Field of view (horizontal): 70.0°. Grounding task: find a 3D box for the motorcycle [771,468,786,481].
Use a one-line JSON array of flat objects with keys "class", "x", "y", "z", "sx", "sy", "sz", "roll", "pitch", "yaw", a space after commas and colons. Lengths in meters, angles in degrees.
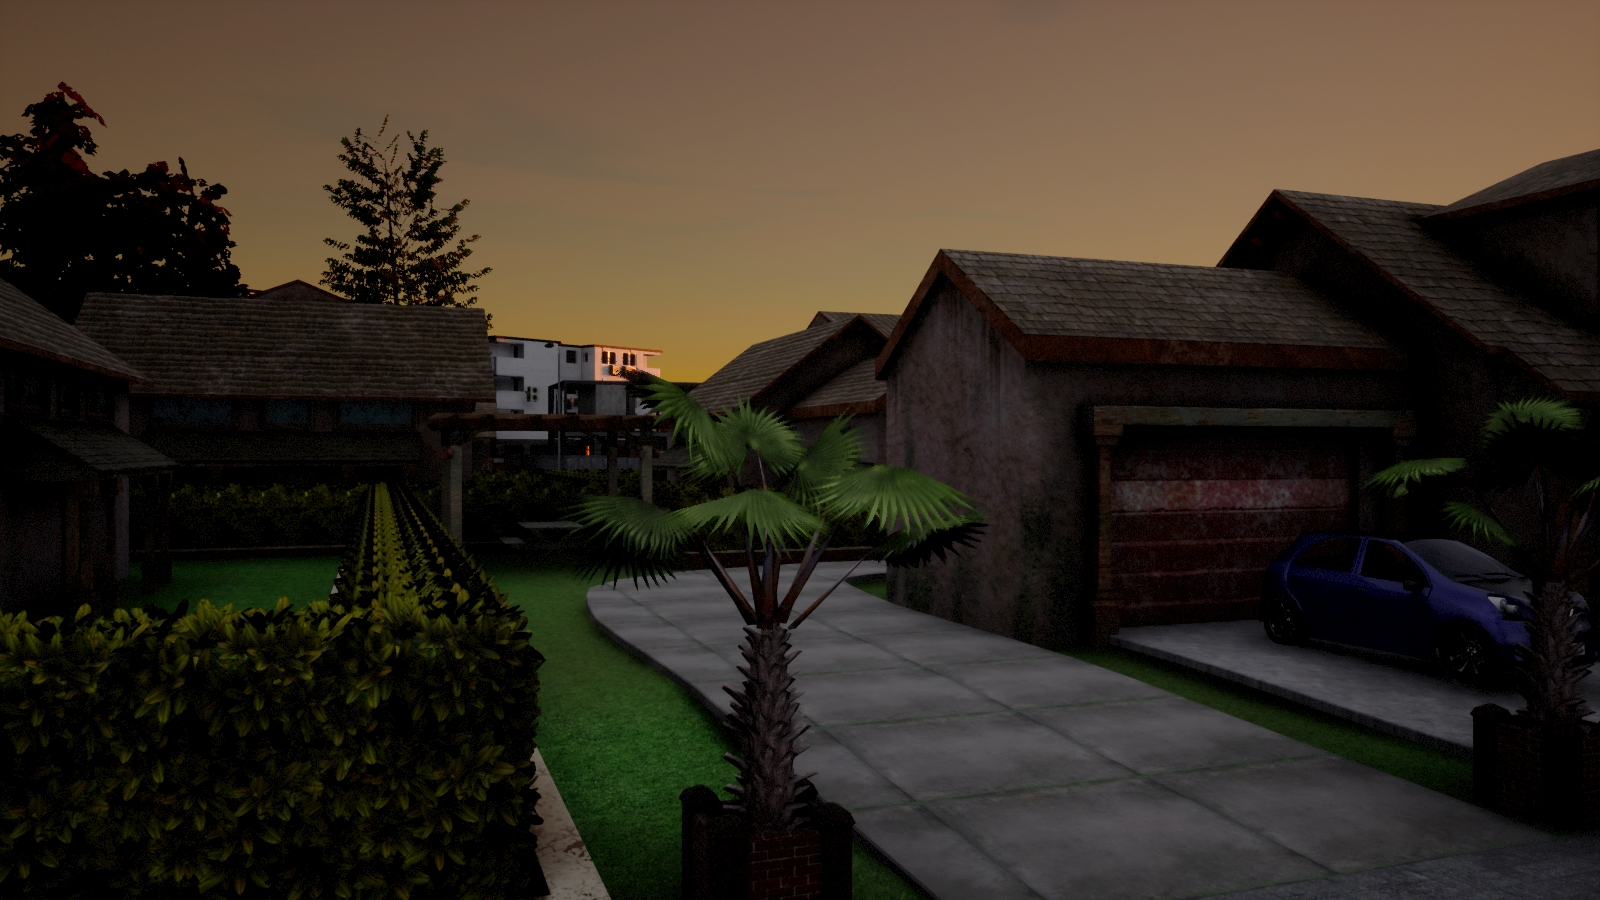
[{"class": "motorcycle", "x": -1.939, "y": 2.199, "z": 102.837, "sx": 0.803, "sy": 1.199, "sz": 2.033, "roll": 0, "pitch": 0, "yaw": -20}]
